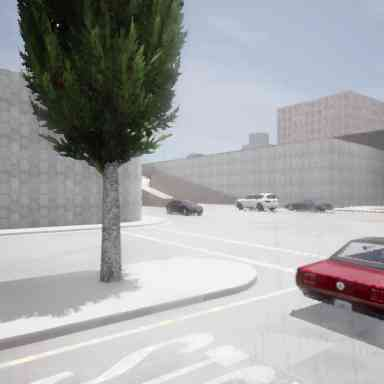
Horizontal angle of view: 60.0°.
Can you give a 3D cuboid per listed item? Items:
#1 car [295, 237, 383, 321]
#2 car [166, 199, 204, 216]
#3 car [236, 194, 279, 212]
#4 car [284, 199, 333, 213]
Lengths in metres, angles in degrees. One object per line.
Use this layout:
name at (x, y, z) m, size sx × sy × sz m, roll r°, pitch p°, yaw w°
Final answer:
car at (4.329, 1.599, 6.819) m, size 4.718 × 1.301 × 1.895 m, roll 0°, pitch 0°, yaw -35°
car at (-0.787, 1.501, 32.765) m, size 1.837 × 1.490 × 4.892 m, roll 0°, pitch 0°, yaw -35°
car at (7.651, 1.215, 39.372) m, size 2.150 × 2.045 × 5.566 m, roll 0°, pitch 0°, yaw -35°
car at (13.121, 1.540, 37.645) m, size 2.033 × 1.411 × 5.357 m, roll 0°, pitch 0°, yaw -35°
